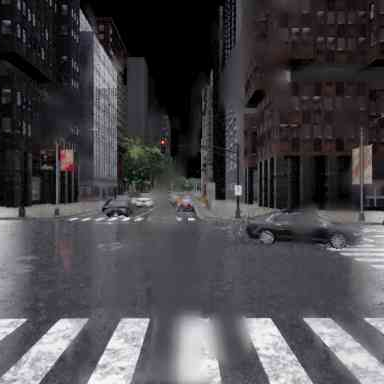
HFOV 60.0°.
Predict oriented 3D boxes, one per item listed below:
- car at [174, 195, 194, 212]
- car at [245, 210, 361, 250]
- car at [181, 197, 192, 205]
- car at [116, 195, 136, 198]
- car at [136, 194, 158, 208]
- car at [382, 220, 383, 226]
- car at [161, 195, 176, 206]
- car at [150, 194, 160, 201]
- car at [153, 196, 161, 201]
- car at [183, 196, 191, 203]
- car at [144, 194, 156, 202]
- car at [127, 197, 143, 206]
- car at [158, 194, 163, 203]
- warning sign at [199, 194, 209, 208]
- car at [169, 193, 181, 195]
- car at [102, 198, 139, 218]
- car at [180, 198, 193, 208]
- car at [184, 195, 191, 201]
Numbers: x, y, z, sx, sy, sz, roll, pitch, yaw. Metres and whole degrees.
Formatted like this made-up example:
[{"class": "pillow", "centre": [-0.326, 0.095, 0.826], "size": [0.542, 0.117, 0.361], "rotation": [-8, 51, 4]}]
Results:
[{"class": "car", "centre": [-0.725, 1.448, 39.052], "size": [1.967, 1.590, 4.097], "rotation": [0, 0, -1]}, {"class": "car", "centre": [4.843, 1.603, 14.879], "size": [4.892, 1.490, 1.837], "rotation": [1, 2, 17]}, {"class": "car", "centre": [-0.931, 1.603, 60.751], "size": [1.887, 1.381, 4.507], "rotation": [0, 0, -1]}, {"class": "car", "centre": [-9.302, 1.335, 44.400], "size": [2.192, 1.841, 5.009], "rotation": [0, 0, -1]}, {"class": "car", "centre": [-6.672, 1.250, 48.297], "size": [2.150, 2.045, 5.566], "rotation": [0, 0, -1]}, {"class": "car", "centre": [14.737, 1.724, 21.055], "size": [4.902, 1.511, 2.128], "rotation": [1, 0, 0]}, {"class": "car", "centre": [-3.531, 1.643, 54.314], "size": [1.895, 1.301, 4.718], "rotation": [0, 0, -1]}, {"class": "car", "centre": [-9.715, 1.449, 87.806], "size": [2.192, 1.841, 5.009], "rotation": [0, 0, -1]}, {"class": "car", "centre": [-9.766, 1.695, 93.231], "size": [1.887, 1.381, 4.507], "rotation": [0, 0, -1]}, {"class": "car", "centre": [-1.036, 1.612, 71.770], "size": [1.752, 1.417, 4.829], "rotation": [0, 0, -1]}, {"class": "car", "centre": [-9.612, 1.417, 76.955], "size": [2.192, 1.841, 5.009], "rotation": [0, 0, -1]}, {"class": "car", "centre": [-9.403, 1.570, 55.081], "size": [1.752, 1.417, 4.829], "rotation": [0, 0, -1]}, {"class": "car", "centre": [-6.760, 1.430, 66.451], "size": [2.097, 1.767, 4.553], "rotation": [0, 0, 0]}, {"class": "warning sign", "centre": [1.551, 1.131, 42.744], "size": [1.300, 1.860, 1.060], "rotation": [0, 0, -1]}, {"class": "car", "centre": [-3.829, 1.575, 75.426], "size": [1.882, 1.535, 5.008], "rotation": [0, 0, -1]}, {"class": "car", "centre": [-6.437, 1.536, 30.467], "size": [2.033, 1.411, 5.357], "rotation": [0, 0, -2]}, {"class": "car", "centre": [-0.828, 1.614, 49.901], "size": [1.802, 1.307, 4.206], "rotation": [0, 0, -1]}, {"class": "car", "centre": [-1.190, 1.574, 87.875], "size": [1.967, 1.590, 4.097], "rotation": [0, 0, -1]}]
